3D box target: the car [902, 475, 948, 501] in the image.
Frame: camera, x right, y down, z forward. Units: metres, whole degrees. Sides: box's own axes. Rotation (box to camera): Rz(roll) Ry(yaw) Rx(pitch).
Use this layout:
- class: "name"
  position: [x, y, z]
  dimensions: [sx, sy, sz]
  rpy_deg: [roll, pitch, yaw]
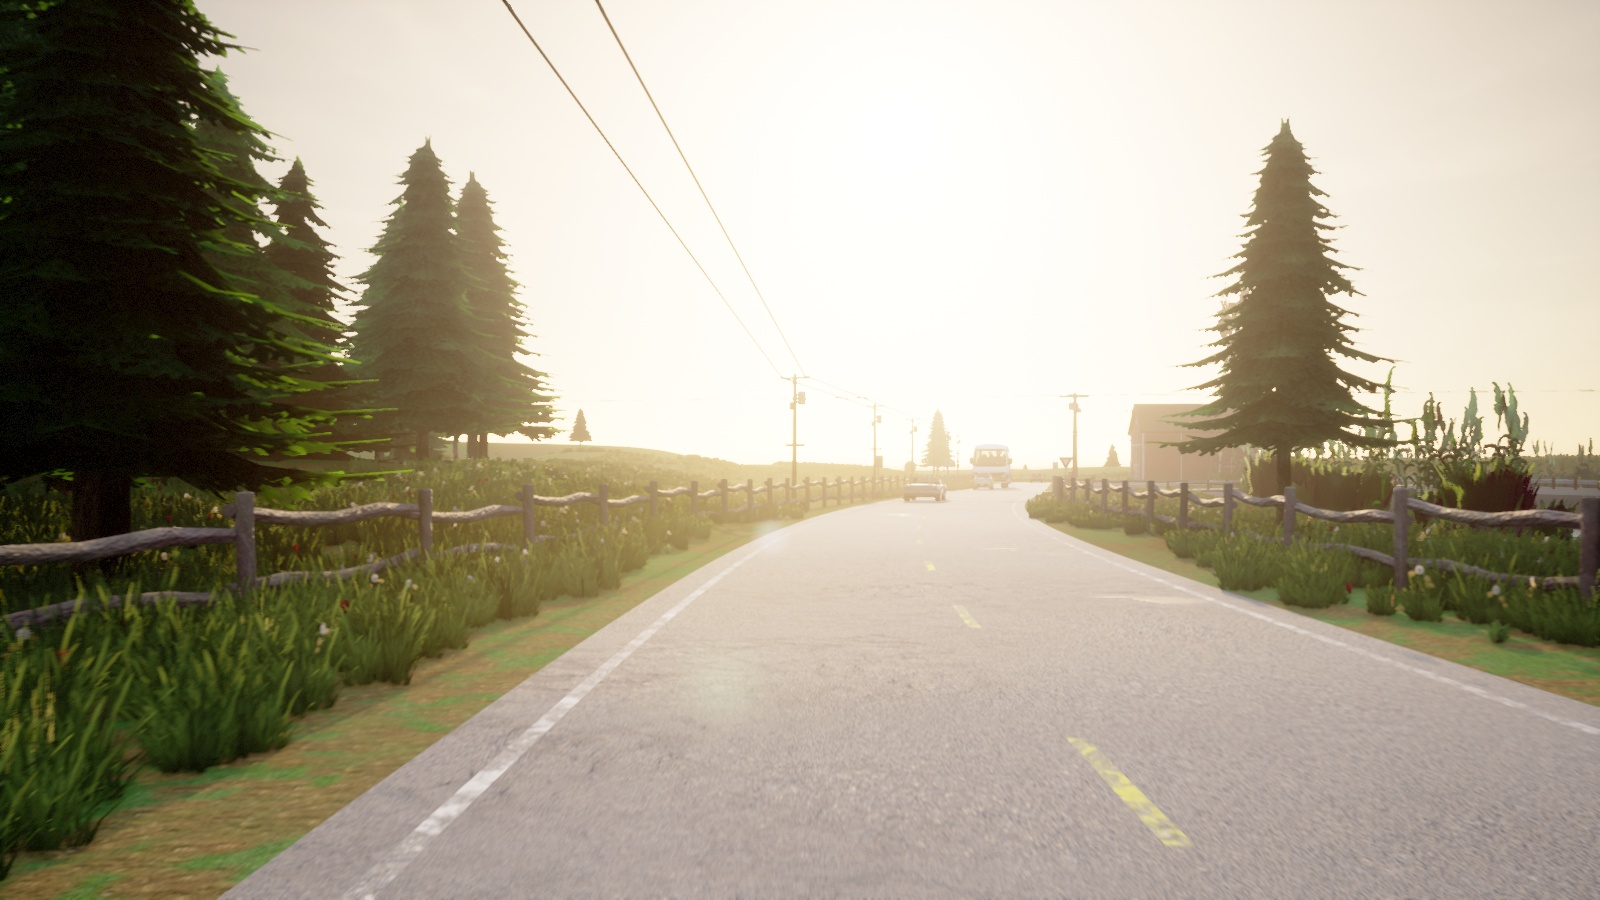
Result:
- class: "car"
  position: [6.648, 2.001, 66.456]
  dimensions: [1.895, 1.301, 4.718]
  rpy_deg: [0, -1, 12]
